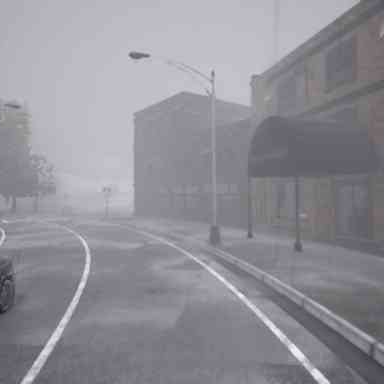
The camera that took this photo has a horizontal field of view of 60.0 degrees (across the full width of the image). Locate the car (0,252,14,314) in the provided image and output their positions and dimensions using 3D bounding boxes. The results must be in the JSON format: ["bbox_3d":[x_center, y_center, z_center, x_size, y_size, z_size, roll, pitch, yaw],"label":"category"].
[{"bbox_3d":[-4.173,1.574,4.886,1.812,1.442,4.674,0,0,-10],"label":"car"}]
